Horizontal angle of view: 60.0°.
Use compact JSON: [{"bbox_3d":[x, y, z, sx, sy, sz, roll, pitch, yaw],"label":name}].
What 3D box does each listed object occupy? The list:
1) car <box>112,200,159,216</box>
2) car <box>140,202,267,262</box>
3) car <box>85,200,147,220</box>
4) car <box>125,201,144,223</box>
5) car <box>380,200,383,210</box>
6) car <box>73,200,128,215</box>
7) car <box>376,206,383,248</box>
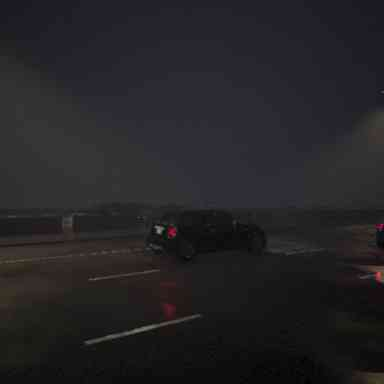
[{"bbox_3d":[-5.663,1.570,33.408,4.181,1.385,1.994,1,0,-30],"label":"car"},{"bbox_3d":[0.672,1.382,12.449,4.553,1.767,2.097,1,0,-33],"label":"car"},{"bbox_3d":[-6.561,1.491,28.795,4.892,1.490,1.837,1,0,-31],"label":"car"},{"bbox_3d":[-1.660,1.576,23.629,5.357,1.411,2.033,1,0,-31],"label":"car"},{"bbox_3d":[30.976,1.920,49.730,4.902,1.511,2.128,1,0,-17],"label":"car"},{"bbox_3d":[-6.322,1.486,24.832,4.892,1.490,1.837,1,0,-32],"label":"car"},{"bbox_3d":[9.855,1.482,13.861,4.553,1.767,2.097,1,0,-30],"label":"car"}]
